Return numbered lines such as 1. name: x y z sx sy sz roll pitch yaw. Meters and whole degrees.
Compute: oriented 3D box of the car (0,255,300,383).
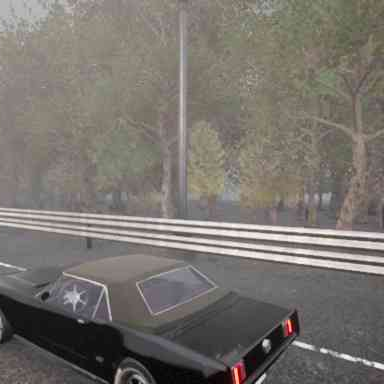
1. car: -1.116 1.590 4.672 4.718 1.301 1.895 0 0 36
